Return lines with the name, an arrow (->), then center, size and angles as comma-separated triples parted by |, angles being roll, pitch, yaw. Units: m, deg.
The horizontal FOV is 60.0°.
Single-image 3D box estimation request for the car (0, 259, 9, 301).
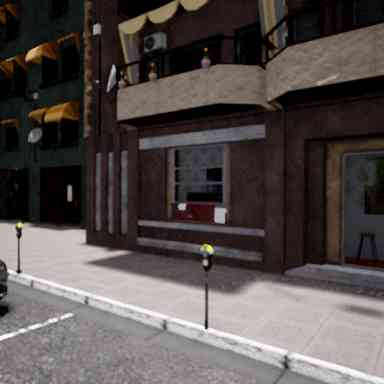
car -> -5.371, 1.492, 6.709 | 4.403, 1.369, 2.008 | 1, 0, 36
